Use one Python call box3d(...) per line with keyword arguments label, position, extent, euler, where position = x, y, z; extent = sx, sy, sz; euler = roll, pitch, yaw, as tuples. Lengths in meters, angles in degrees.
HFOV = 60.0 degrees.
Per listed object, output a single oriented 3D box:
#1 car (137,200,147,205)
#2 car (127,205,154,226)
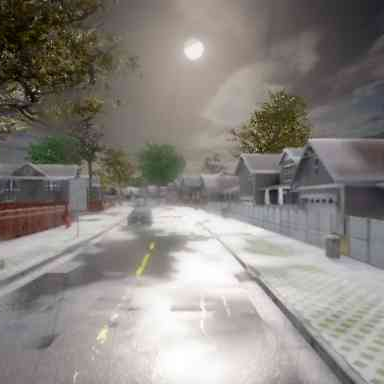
box3d(label="car", position=(-10.377, 2.477, 68.355), extent=(2.128, 1.511, 4.902), euler=(0, -1, -12))
box3d(label="car", position=(-4.036, 1.966, 26.565), extent=(1.895, 1.301, 4.718), euler=(0, -1, -4))
